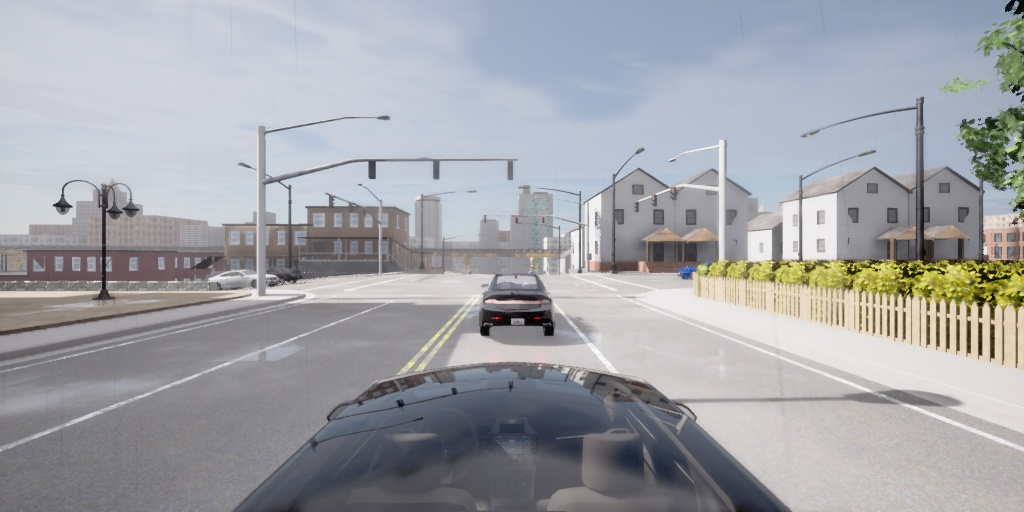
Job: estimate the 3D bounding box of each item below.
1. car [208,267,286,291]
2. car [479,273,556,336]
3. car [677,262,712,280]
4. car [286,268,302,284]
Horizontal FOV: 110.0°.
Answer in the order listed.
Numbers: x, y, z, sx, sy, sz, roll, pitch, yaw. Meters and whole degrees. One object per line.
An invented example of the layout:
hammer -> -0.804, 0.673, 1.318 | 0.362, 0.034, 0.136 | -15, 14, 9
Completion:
car -> -19.659, 1.742, 26.244 | 4.674, 1.442, 1.812 | -4, 0, 1
car -> 0.118, 1.242, 10.372 | 2.128, 1.511, 4.902 | 0, 0, 0
car -> 16.668, 1.228, 30.409 | 5.008, 1.535, 1.882 | 0, 0, -1
car -> -20.264, 1.764, 29.955 | 4.892, 1.490, 1.837 | -5, 0, -1
